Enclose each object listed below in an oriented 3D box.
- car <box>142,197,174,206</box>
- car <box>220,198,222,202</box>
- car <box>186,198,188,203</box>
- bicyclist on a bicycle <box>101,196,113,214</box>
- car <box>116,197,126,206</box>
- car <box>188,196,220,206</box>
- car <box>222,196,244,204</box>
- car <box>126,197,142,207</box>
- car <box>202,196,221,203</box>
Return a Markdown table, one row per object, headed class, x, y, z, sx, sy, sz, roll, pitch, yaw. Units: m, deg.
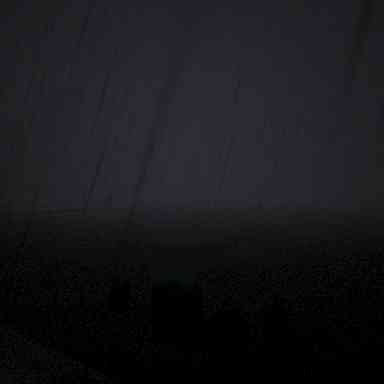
| class | x | y | z | sx | sy | sz | roll | pitch | yaw |
| --- | --- | --- | --- | --- | --- | --- | --- | --- | --- |
| car | -4.665 | 1.491 | 50.039 | 2.128 | 1.511 | 4.902 | 0 | 0 | 35 |
| car | 6.971 | 1.563 | 66.712 | 1.994 | 1.385 | 4.181 | 0 | 0 | 35 |
| car | 0.652 | 1.564 | 69.891 | 1.994 | 1.385 | 4.181 | 0 | 0 | 35 |
| bicyclist on a bicycle | -8.025 | 1.156 | 31.722 | 1.656 | 1.620 | 0.582 | 33 | 17 | 27 |
| car | -10.188 | 1.477 | 54.358 | 1.882 | 1.535 | 5.008 | 0 | 0 | 35 |
| car | 2.031 | 1.478 | 53.612 | 1.882 | 1.535 | 5.008 | 0 | 0 | 35 |
| car | 7.995 | 1.601 | 62.230 | 1.895 | 1.301 | 4.718 | 0 | 0 | 35 |
| car | -7.487 | 1.477 | 52.110 | 1.882 | 1.535 | 5.008 | 0 | 0 | 35 |
| car | 3.958 | 1.563 | 68.509 | 1.994 | 1.385 | 4.181 | 0 | 0 | 35 |
